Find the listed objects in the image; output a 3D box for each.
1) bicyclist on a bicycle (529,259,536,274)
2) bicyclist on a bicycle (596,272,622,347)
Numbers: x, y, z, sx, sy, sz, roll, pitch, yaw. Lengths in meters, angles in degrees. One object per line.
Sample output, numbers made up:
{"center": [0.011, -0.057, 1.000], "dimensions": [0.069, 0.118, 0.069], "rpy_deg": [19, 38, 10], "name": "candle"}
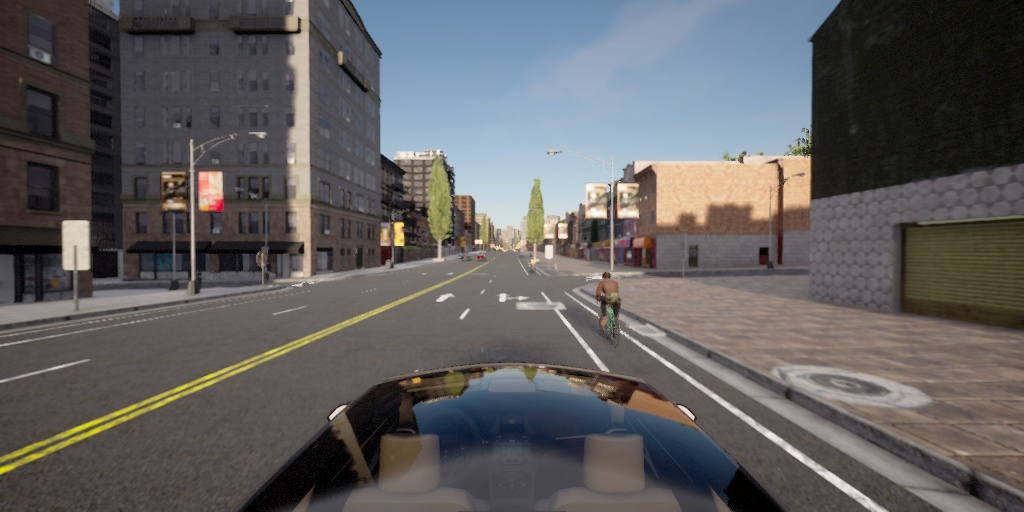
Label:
{"center": [2.253, 1.075, 38.283], "dimensions": [0.866, 1.612, 1.509], "rpy_deg": [0, 1, 0], "name": "bicyclist on a bicycle"}
{"center": [2.251, 1.199, 8.369], "dimensions": [0.582, 1.620, 1.656], "rpy_deg": [0, 0, 0], "name": "bicyclist on a bicycle"}
